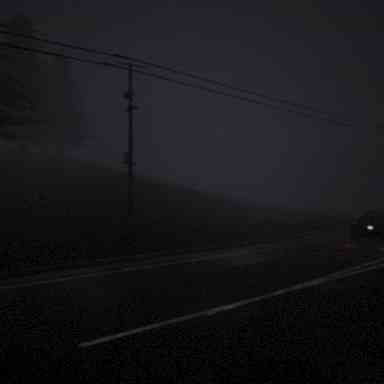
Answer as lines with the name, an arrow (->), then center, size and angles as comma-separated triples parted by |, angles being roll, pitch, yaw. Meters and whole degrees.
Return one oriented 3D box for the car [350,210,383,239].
car -> 9.303, 1.551, 16.256 | 1.994, 1.385, 4.181 | 0, 0, 43
